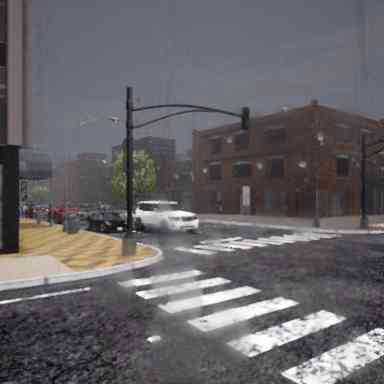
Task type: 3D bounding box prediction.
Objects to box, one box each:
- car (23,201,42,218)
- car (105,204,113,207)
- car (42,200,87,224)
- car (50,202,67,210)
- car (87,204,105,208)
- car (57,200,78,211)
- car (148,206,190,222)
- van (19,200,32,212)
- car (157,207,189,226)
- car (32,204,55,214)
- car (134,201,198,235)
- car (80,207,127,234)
[{"bbox_3d":[-18.648,2.228,40.361,1.967,1.590,4.097,-1,0,-37],"label":"car"},{"bbox_3d":[-11.899,2.342,45.371,2.008,1.369,4.403,-1,0,-37],"label":"car"},{"bbox_3d":[-12.106,1.933,31.435,2.192,1.841,5.009,-1,0,-37],"label":"car"},{"bbox_3d":[-25.684,2.670,63.834,1.752,1.417,4.829,-1,0,-37],"label":"car"},{"bbox_3d":[-11.281,2.004,34.866,2.097,1.767,4.553,0,-1,-37],"label":"car"},{"bbox_3d":[-22.279,2.372,59.263,2.192,1.841,5.009,-1,0,-37],"label":"car"},{"bbox_3d":[-2.319,2.097,32.724,2.008,1.369,4.403,-1,0,-37],"label":"car"},{"bbox_3d":[-25.693,2.310,49.824,1.690,1.788,3.998,-1,0,-37],"label":"van"},{"bbox_3d":[-1.732,2.054,28.585,1.994,1.385,4.181,0,-1,-15],"label":"car"},{"bbox_3d":[-22.175,2.483,49.626,2.033,1.411,5.357,0,-1,-37],"label":"car"},{"bbox_3d":[-1.889,1.629,22.264,2.150,2.045,5.566,0,0,-37],"label":"car"},{"bbox_3d":[-5.940,2.024,23.129,1.947,1.339,4.313,-1,0,-37],"label":"car"}]
